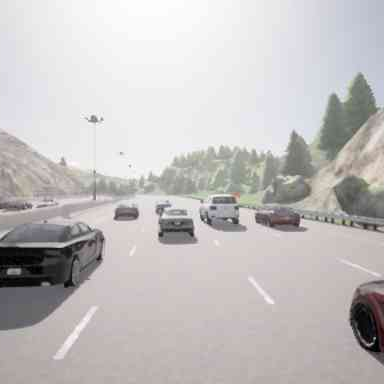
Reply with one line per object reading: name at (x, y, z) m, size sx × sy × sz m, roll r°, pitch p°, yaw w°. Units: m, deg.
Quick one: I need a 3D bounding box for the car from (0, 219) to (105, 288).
car at (-3.776, 1.482, 9.306) m, size 1.882 × 1.535 × 5.008 m, roll 0°, pitch 0°, yaw -3°

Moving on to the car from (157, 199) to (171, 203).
car at (-3.127, 1.541, 37.468) m, size 2.033 × 1.411 × 5.357 m, roll 0°, pitch 0°, yaw -7°

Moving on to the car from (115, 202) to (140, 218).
car at (-5.779, 1.566, 29.936) m, size 1.994 × 1.385 × 4.181 m, roll 0°, pitch 0°, yaw -7°

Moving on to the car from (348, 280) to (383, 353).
car at (3.454, 1.555, 3.509) m, size 1.994 × 1.385 × 4.181 m, roll 0°, pitch 0°, yaw -1°

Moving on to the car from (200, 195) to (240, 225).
car at (1.910, 1.209, 24.382) m, size 2.150 × 2.045 × 5.566 m, roll 0°, pitch 0°, yaw -6°

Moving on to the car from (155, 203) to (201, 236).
car at (-0.954, 1.543, 18.399) m, size 2.033 × 1.411 × 5.357 m, roll 0°, pitch 0°, yaw -6°

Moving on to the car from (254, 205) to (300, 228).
car at (5.625, 1.544, 22.409) m, size 1.994 × 1.385 × 4.181 m, roll 0°, pitch 0°, yaw -6°

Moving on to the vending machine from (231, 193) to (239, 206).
vending machine at (6.956, 1.162, 53.604) m, size 1.100 × 2.100 × 0.880 m, roll 0°, pitch 0°, yaw -7°

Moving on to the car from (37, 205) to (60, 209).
car at (-17.933, 1.549, 41.900) m, size 1.812 × 1.442 × 4.674 m, roll 0°, pitch 0°, yaw -7°
